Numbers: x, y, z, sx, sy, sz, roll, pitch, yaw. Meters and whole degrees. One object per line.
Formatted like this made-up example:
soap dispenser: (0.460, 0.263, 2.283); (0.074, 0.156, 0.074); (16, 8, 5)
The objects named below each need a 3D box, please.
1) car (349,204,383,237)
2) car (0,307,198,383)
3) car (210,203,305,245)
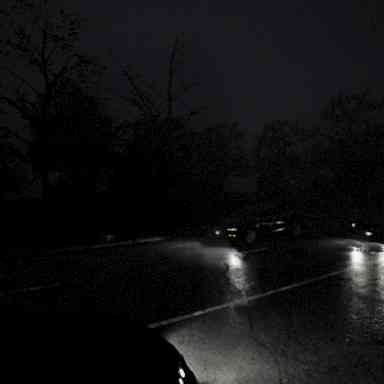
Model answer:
car: (9.254, 1.214, 14.885); (5.357, 1.411, 2.033); (-2, 1, -35)
car: (-1.956, 1.563, 2.351); (4.181, 1.385, 1.994); (0, 0, -36)
car: (2.986, 1.309, 14.724); (4.892, 1.490, 1.837); (-2, 1, -35)
